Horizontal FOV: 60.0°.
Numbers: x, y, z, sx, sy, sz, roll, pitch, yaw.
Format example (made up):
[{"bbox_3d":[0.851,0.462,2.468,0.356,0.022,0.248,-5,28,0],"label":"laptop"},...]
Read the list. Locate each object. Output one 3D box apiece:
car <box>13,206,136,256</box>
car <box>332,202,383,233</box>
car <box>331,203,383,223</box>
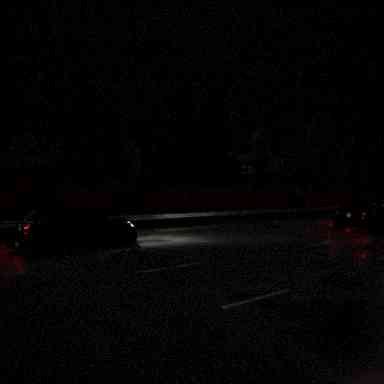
[{"bbox_3d":[-4.558,1.354,13.413,4.553,1.767,2.097,0,0,-36],"label":"car"},{"bbox_3d":[10.582,1.353,20.054,4.553,1.767,2.097,0,0,-36],"label":"car"},{"bbox_3d":[13.145,1.602,26.236,4.718,1.301,1.895,0,0,-36],"label":"car"}]
